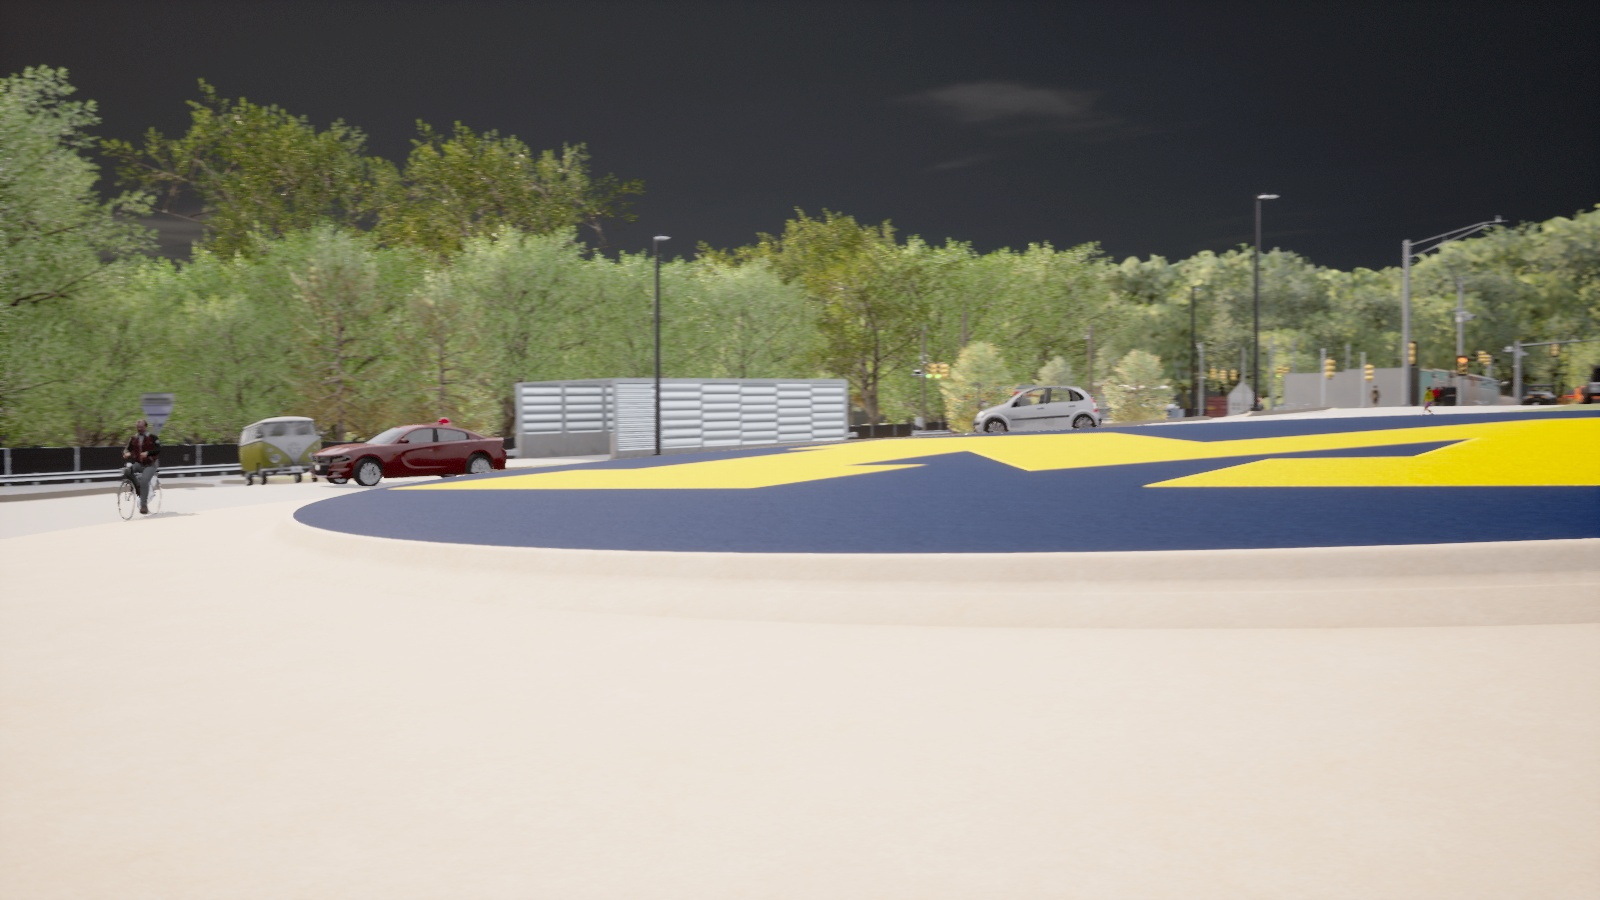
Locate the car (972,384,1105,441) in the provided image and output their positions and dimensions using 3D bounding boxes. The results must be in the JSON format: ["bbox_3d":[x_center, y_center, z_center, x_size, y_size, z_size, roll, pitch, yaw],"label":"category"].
[{"bbox_3d":[7.475,-1.158,39.545,3.988,1.617,1.851,-2,1,9],"label":"car"}]

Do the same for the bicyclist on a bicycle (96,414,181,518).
[{"bbox_3d":[-11.766,0.255,22.407,0.659,1.776,1.843,-1,1,-6],"label":"bicyclist on a bicycle"}]

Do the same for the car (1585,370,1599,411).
[{"bbox_3d":[38.363,-2.794,59.435,1.905,1.878,3.866,1,2,30],"label":"car"}]

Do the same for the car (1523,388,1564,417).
[{"bbox_3d":[50.270,-3.180,84.880,1.905,1.878,3.866,1,1,37],"label":"car"}]

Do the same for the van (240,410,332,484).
[{"bbox_3d":[-15.840,-0.049,38.576,1.775,1.987,4.442,-3,-1,-32],"label":"van"}]

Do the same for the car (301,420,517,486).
[{"bbox_3d":[-10.047,0.008,32.579,5.008,1.535,1.882,-2,2,-44],"label":"car"}]

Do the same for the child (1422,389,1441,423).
[{"bbox_3d":[21.662,-1.518,43.087,0.299,1.160,0.473,0,1,-28],"label":"child"}]

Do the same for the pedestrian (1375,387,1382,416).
[{"bbox_3d":[38.789,-3.223,84.182,0.396,1.930,0.692,1,1,27],"label":"pedestrian"}]
